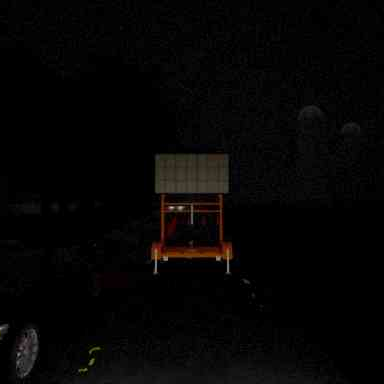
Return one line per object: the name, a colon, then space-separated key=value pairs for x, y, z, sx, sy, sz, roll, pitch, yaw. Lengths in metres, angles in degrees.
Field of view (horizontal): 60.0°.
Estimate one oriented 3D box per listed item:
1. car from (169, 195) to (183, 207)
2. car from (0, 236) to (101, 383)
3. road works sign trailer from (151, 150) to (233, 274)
car: x=-2.755 y=1.489 z=58.227 sx=2.150 sy=2.045 sz=5.566 roll=0 pitch=-1 yaw=0
car: x=-2.852 y=1.530 z=5.505 sx=1.812 sy=1.442 sz=4.674 roll=0 pitch=0 yaw=0
road works sign trailer: x=-0.001 y=0.481 z=10.567 sx=2.380 sy=3.560 sz=2.880 roll=0 pitch=0 yaw=0
